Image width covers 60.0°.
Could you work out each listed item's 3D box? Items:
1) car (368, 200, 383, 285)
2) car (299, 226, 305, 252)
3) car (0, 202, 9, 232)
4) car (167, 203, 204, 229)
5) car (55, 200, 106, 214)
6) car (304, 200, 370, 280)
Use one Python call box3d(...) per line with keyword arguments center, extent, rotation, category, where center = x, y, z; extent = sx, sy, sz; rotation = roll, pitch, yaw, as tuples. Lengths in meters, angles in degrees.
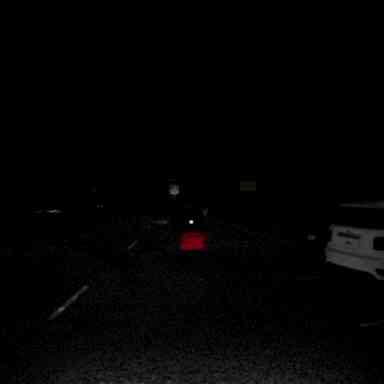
box3d(center=(5.922, 1.235, 5.186), extent=(5.566, 2.045, 2.435), rotation=(1, 0, -20), category="car")
box3d(center=(5.950, 1.517, 11.270), extent=(4.792, 1.488, 2.163), rotation=(1, 0, -20), category="car")
box3d(center=(-11.043, 1.238, 14.280), extent=(5.566, 2.045, 2.435), rotation=(-1, 0, -20), category="car")
box3d(center=(-0.486, 1.507, 21.929), extent=(1.837, 1.490, 4.892), rotation=(1, 0, -11), category="car")
box3d(center=(-12.178, 1.571, 36.352), extent=(5.357, 1.411, 2.033), rotation=(1, 0, 13), category="car")
box3d(center=(5.959, 1.236, 8.246), extent=(5.566, 2.045, 2.435), rotation=(1, 0, -20), category="car")
